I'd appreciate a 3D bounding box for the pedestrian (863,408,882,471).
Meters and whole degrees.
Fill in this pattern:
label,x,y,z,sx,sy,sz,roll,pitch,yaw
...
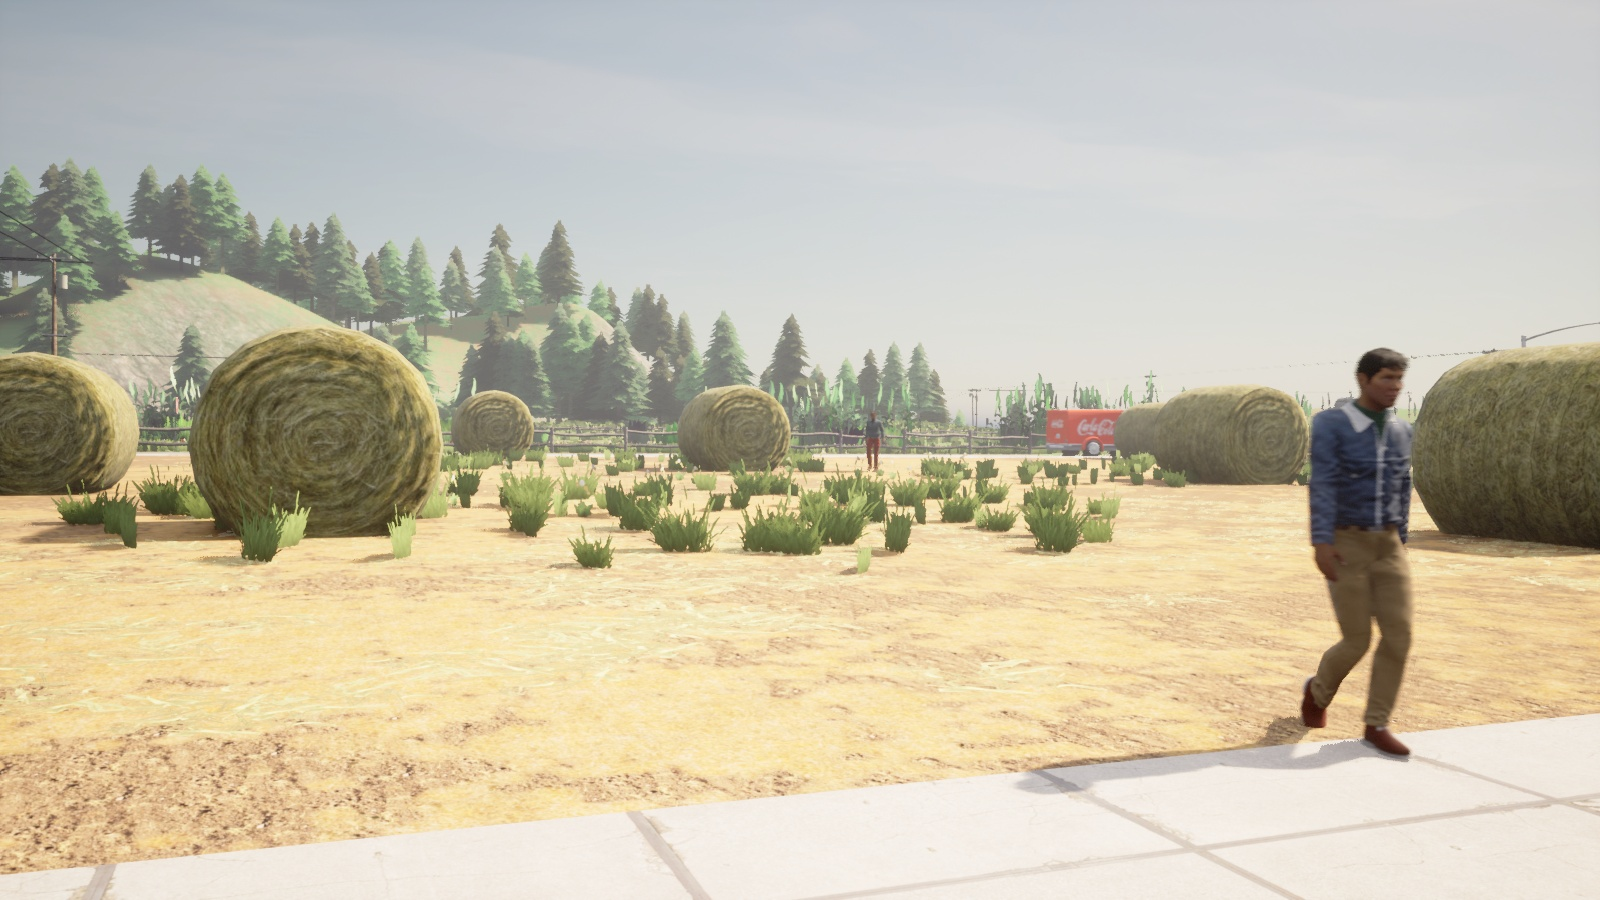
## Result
label,x,y,z,sx,sy,sz,roll,pitch,yaw
pedestrian,2.151,-0.314,37.135,0.353,1.847,0.614,0,1,22

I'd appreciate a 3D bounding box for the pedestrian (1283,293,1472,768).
label,x,y,z,sx,sy,sz,roll,pitch,yaw
pedestrian,2.530,0.323,5.561,0.423,1.949,0.788,-1,1,-5

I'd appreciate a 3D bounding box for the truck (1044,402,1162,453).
label,x,y,z,sx,sy,sz,roll,pitch,yaw
truck,15.358,-1.140,63.750,5.204,2.467,2.627,-1,1,-17

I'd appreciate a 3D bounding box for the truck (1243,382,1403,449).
label,x,y,z,sx,sy,sz,roll,pitch,yaw
truck,28.179,-1.856,67.656,7.936,3.462,2.891,-1,1,-17
